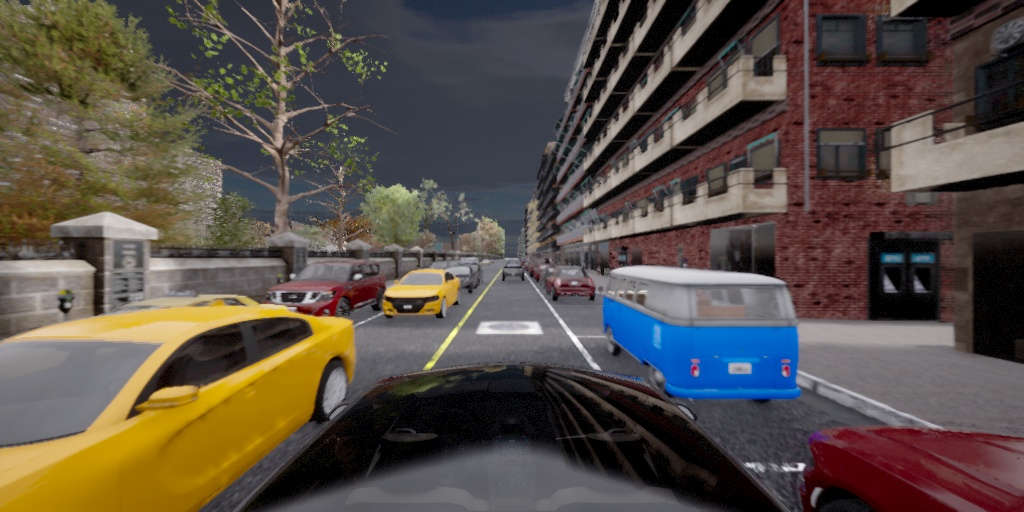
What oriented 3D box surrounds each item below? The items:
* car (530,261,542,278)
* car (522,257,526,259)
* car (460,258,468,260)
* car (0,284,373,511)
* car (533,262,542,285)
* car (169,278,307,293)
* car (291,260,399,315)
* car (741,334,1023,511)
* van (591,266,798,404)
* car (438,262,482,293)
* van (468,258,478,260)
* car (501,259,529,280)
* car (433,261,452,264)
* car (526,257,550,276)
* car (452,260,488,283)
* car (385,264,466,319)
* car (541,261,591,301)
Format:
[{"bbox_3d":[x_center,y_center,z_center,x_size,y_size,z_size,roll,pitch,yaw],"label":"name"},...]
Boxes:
[{"bbox_3d":[2.689,1.303,28.603,1.888,1.381,4.507,0,0,0],"label":"car"},{"bbox_3d":[2.687,1.219,51.123,1.967,1.591,4.097,0,0,0],"label":"car"},{"bbox_3d":[-5.692,1.201,34.233,1.967,1.591,4.097,0,0,0],"label":"car"},{"bbox_3d":[-3.085,1.227,2.940,1.882,1.535,5.008,0,0,0],"label":"car"},{"bbox_3d":[2.689,1.305,22.973,2.007,1.370,4.403,0,0,0],"label":"car"},{"bbox_3d":[-5.689,1.275,5.913,1.751,1.417,4.829,0,0,0],"label":"car"},{"bbox_3d":[-5.690,1.065,11.713,2.192,1.841,5.009,0,0,0],"label":"car"},{"bbox_3d":[2.691,1.296,0.453,1.888,1.381,4.507,0,0,0],"label":"car"},{"bbox_3d":[2.691,1.091,6.083,1.690,1.789,3.998,0,0,0],"label":"van"},{"bbox_3d":[-3.002,1.269,20.738,1.812,1.442,4.674,0,1,0],"label":"car"},{"bbox_3d":[-5.693,1.112,45.493,1.690,1.789,3.998,0,0,0],"label":"van"},{"bbox_3d":[0.098,1.251,30.793,2.128,1.511,4.902,0,0,0],"label":"car"},{"bbox_3d":[-5.692,1.197,28.603,1.967,1.591,4.097,0,0,0],"label":"car"},{"bbox_3d":[2.689,1.077,34.233,2.192,1.841,5.009,0,0,0],"label":"car"},{"bbox_3d":[-3.038,1.277,25.541,1.837,1.490,4.892,0,1,0],"label":"car"},{"bbox_3d":[-3.071,1.228,13.097,1.882,1.535,5.008,0,0,0],"label":"car"},{"bbox_3d":[2.690,1.192,17.343,1.967,1.591,4.097,0,0,0],"label":"car"}]
